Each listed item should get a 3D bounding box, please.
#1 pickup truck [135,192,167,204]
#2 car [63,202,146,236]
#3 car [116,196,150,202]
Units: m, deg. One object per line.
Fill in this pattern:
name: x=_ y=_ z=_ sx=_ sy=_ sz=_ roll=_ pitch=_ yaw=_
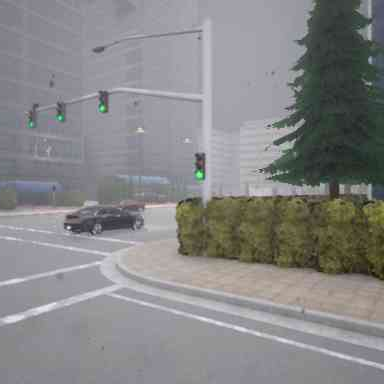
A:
pickup truck: x=-7.389 y=1.064 z=56.006 sx=6.274 sy=2.098 sz=2.390 roll=0 pitch=0 yaw=-24
car: x=-4.783 y=1.530 z=18.665 sx=1.837 sy=1.490 sz=4.892 roll=0 pitch=0 yaw=35
car: x=-6.923 y=1.481 z=34.059 sx=1.882 sy=1.535 sz=5.008 roll=0 pitch=0 yaw=35
